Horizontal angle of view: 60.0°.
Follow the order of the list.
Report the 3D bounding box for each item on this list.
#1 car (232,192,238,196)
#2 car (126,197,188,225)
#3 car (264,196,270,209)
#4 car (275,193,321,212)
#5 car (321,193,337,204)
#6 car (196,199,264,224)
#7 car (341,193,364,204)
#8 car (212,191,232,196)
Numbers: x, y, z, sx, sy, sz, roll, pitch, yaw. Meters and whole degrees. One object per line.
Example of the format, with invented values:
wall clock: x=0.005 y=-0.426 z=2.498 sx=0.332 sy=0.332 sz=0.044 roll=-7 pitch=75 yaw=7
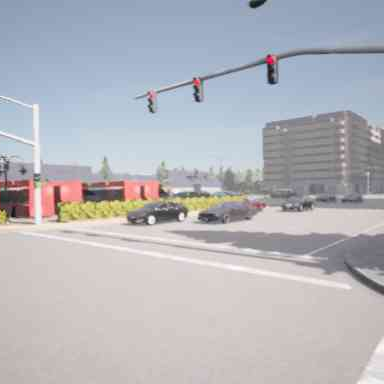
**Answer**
car: x=8.415 y=0.934 z=69.085 sx=3.806 sy=1.475 sz=1.970 roll=-1 pitch=0 yaw=41
car: x=-2.313 y=1.381 z=22.917 sx=1.837 sy=1.490 sz=4.892 roll=-1 pitch=0 yaw=40
car: x=5.181 y=1.313 z=31.741 sx=1.895 sy=1.301 sz=4.718 roll=-1 pitch=0 yaw=40
car: x=10.446 y=1.115 z=32.536 sx=2.128 sy=1.511 sz=4.902 roll=-1 pitch=0 yaw=40
car: x=19.491 y=0.877 z=48.511 sx=1.882 sy=1.535 sz=5.008 roll=-1 pitch=0 yaw=41
car: x=2.625 y=1.341 z=23.321 sx=2.033 sy=1.411 sz=5.357 roll=-1 pitch=0 yaw=40
car: x=22.587 y=0.906 z=46.737 sx=2.033 sy=1.411 sz=5.357 roll=-1 pitch=0 yaw=41
car: x=4.811 y=0.771 z=64.824 sx=4.605 sy=1.855 sz=1.932 roll=-1 pitch=0 yaw=41
